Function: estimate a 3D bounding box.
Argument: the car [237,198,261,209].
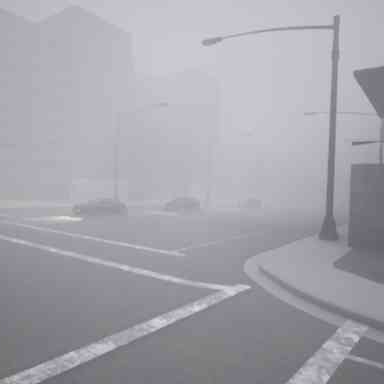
[{"bbox_3d":[7.941,1.544,45.855,2.128,1.511,4.902,3,0,35],"label":"car"}]

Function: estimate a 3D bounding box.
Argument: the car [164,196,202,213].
[{"bbox_3d":[-0.827,1.226,33.365,1.837,1.490,4.892,3,0,35],"label":"car"}]

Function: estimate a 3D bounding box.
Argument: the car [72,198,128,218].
[{"bbox_3d":[-6.784,1.119,24.859,1.994,1.385,4.181,3,1,35],"label":"car"}]
